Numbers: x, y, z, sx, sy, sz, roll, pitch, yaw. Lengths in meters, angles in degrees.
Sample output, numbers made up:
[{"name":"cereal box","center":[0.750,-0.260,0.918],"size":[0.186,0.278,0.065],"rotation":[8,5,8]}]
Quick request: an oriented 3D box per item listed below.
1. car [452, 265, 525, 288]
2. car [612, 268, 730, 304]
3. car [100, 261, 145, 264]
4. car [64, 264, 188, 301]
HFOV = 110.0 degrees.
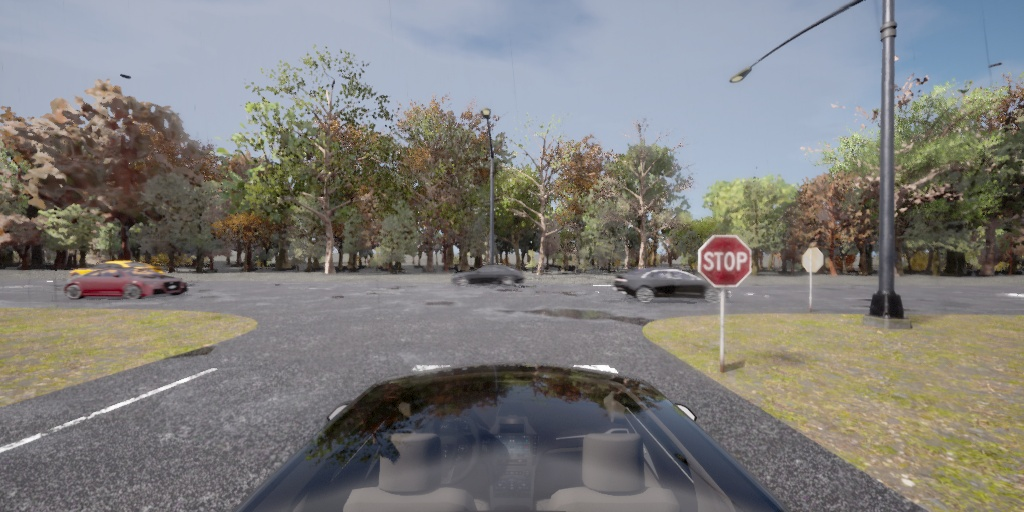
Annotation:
[{"name":"car","center":[-1.510,1.289,23.043],"size":[4.674,1.442,1.812],"rotation":[0,0,0]},{"name":"car","center":[7.010,1.273,16.023],"size":[4.902,1.511,2.128],"rotation":[0,0,0]},{"name":"car","center":[-25.787,1.073,23.416],"size":[5.008,1.535,1.882],"rotation":[0,0,1]},{"name":"car","center":[-17.330,1.210,16.229],"size":[4.181,1.385,1.994],"rotation":[0,0,1]}]
